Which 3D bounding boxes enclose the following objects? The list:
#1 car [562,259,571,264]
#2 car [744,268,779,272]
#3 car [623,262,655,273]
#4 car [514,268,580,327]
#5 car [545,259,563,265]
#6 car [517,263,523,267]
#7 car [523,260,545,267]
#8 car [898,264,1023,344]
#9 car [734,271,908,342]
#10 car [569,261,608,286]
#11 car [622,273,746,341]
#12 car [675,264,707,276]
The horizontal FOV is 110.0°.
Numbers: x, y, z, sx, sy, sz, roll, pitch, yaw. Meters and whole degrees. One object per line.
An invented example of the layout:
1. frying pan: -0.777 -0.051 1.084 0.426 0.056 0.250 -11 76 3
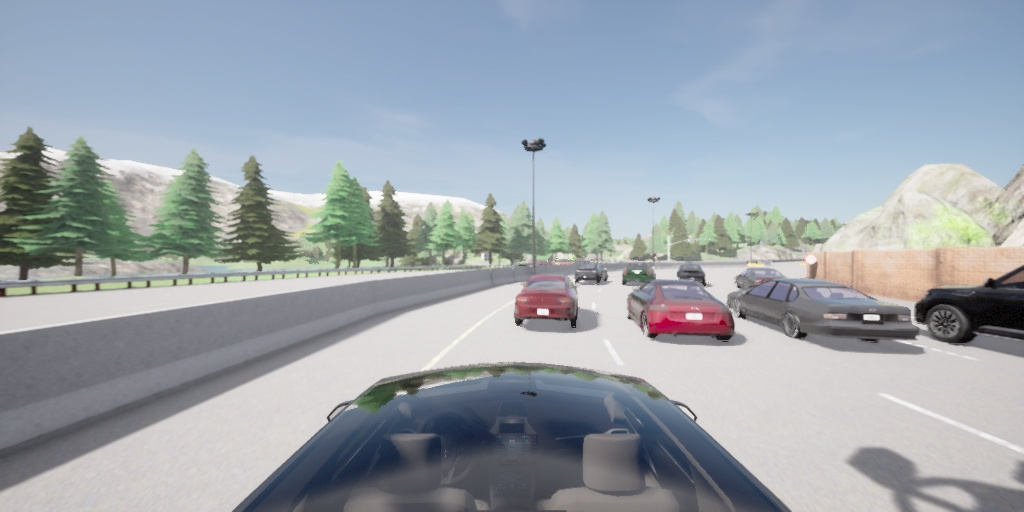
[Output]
1. car: 10.021 1.422 53.086 1.837 1.490 4.892 0 -1 43
2. car: 14.633 1.391 21.144 2.033 1.411 5.357 0 0 21
3. car: 9.648 1.197 27.120 2.097 1.767 4.553 0 0 24
4. car: 1.221 1.305 11.701 1.812 1.442 4.674 0 0 10
5. car: 7.745 1.268 55.774 2.097 1.767 4.553 0 0 43
6. car: 3.034 1.517 61.075 1.895 1.301 4.718 0 0 43
7. car: 4.303 1.436 57.214 1.812 1.442 4.674 0 0 42
8. car: 10.958 1.013 6.540 2.150 2.045 5.566 0 -1 7
9. car: 7.962 1.342 9.998 2.033 1.411 5.357 0 0 10
10. car: 6.309 1.330 28.217 2.128 1.511 4.902 0 0 24
11. car: 4.467 1.349 10.132 1.994 1.385 4.181 0 0 9
12. car: 13.321 1.359 26.748 1.837 1.490 4.892 0 0 25
